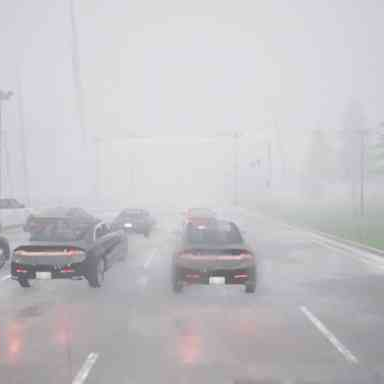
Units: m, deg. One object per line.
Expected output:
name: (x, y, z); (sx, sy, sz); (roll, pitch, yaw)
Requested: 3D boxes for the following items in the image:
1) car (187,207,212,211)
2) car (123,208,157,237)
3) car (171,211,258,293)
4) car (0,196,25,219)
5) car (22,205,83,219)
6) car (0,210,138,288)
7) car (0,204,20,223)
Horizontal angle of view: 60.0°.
car: (0.430, 1.517, 17.909); (1.812, 1.442, 4.674); (0, 0, 0)
car: (-3.062, 1.555, 17.921); (1.994, 1.385, 4.181); (0, 0, 0)
car: (0.478, 1.487, 8.829); (2.128, 1.511, 4.902); (0, 0, 0)
car: (-10.055, 1.214, 16.843); (2.150, 2.045, 5.566); (0, 0, 0)
car: (-6.559, 1.469, 17.348); (1.882, 1.535, 5.008); (0, 0, 0)
car: (-3.036, 1.487, 9.223); (2.128, 1.511, 4.902); (0, 0, 0)
car: (-6.536, 1.348, 8.174); (2.097, 1.767, 4.553); (0, 0, 0)
